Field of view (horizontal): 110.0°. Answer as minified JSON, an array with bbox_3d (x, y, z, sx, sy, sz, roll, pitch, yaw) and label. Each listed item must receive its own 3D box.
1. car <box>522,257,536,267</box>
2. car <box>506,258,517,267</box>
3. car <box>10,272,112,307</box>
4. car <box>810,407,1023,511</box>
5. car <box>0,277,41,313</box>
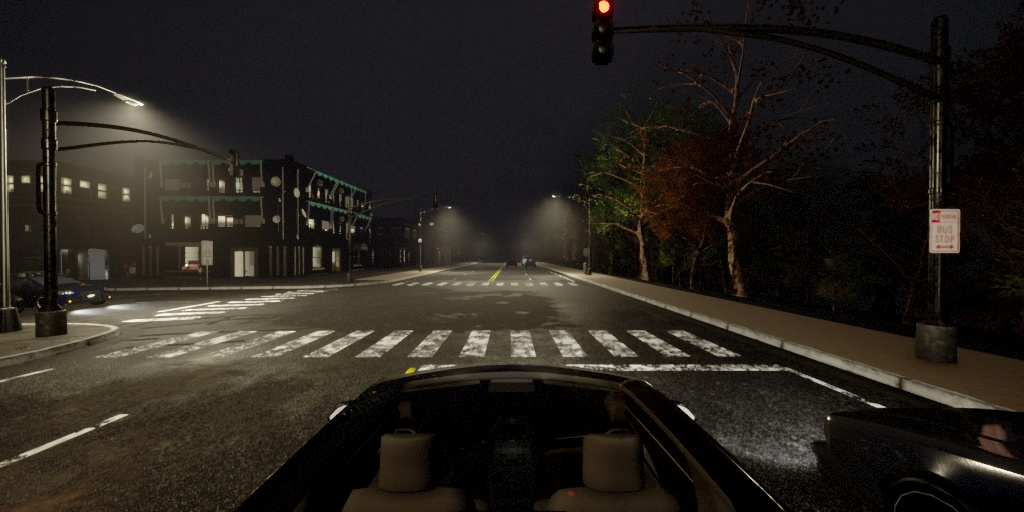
[{"bbox_3d":[3.226,1.274,63.182,2.033,1.411,5.357,0,0,0],"label":"car"},{"bbox_3d":[-0.027,1.204,63.151,1.882,1.535,5.008,0,0,0],"label":"car"},{"bbox_3d":[-19.861,1.534,15.220,4.181,1.385,1.994,-1,1,0],"label":"car"},{"bbox_3d":[3.354,1.298,0.401,2.033,1.411,5.357,0,0,0],"label":"car"},{"bbox_3d":[-19.969,1.565,12.514,4.313,1.339,1.948,0,0,0],"label":"car"}]
